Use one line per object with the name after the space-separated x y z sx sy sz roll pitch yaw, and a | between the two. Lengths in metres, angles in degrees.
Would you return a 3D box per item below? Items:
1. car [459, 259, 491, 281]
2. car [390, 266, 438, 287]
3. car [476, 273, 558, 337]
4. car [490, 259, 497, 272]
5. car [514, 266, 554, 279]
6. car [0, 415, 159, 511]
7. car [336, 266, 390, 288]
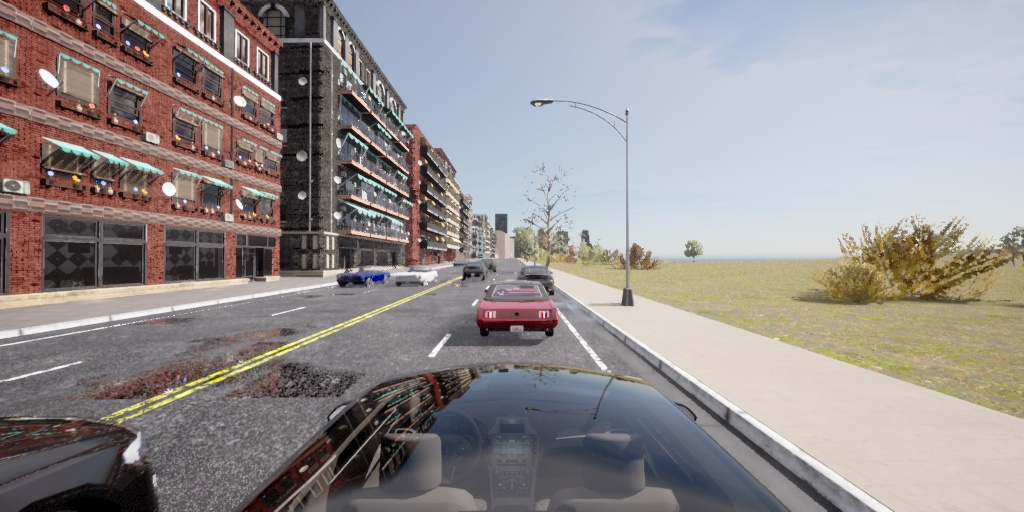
-3.041 1.252 30.366 1.837 1.490 4.892 0 -1 0 | car
-6.513 1.353 24.683 1.895 1.301 4.718 0 0 0 | car
0.131 1.352 10.305 1.895 1.301 4.718 0 0 0 | car
-2.984 1.104 45.210 2.097 1.767 4.553 0 0 0 | car
1.204 1.257 19.505 1.837 1.490 4.892 0 0 0 | car
-3.159 1.240 0.224 2.128 1.511 4.902 0 0 0 | car
-9.766 1.353 23.876 1.895 1.301 4.718 0 0 0 | car
